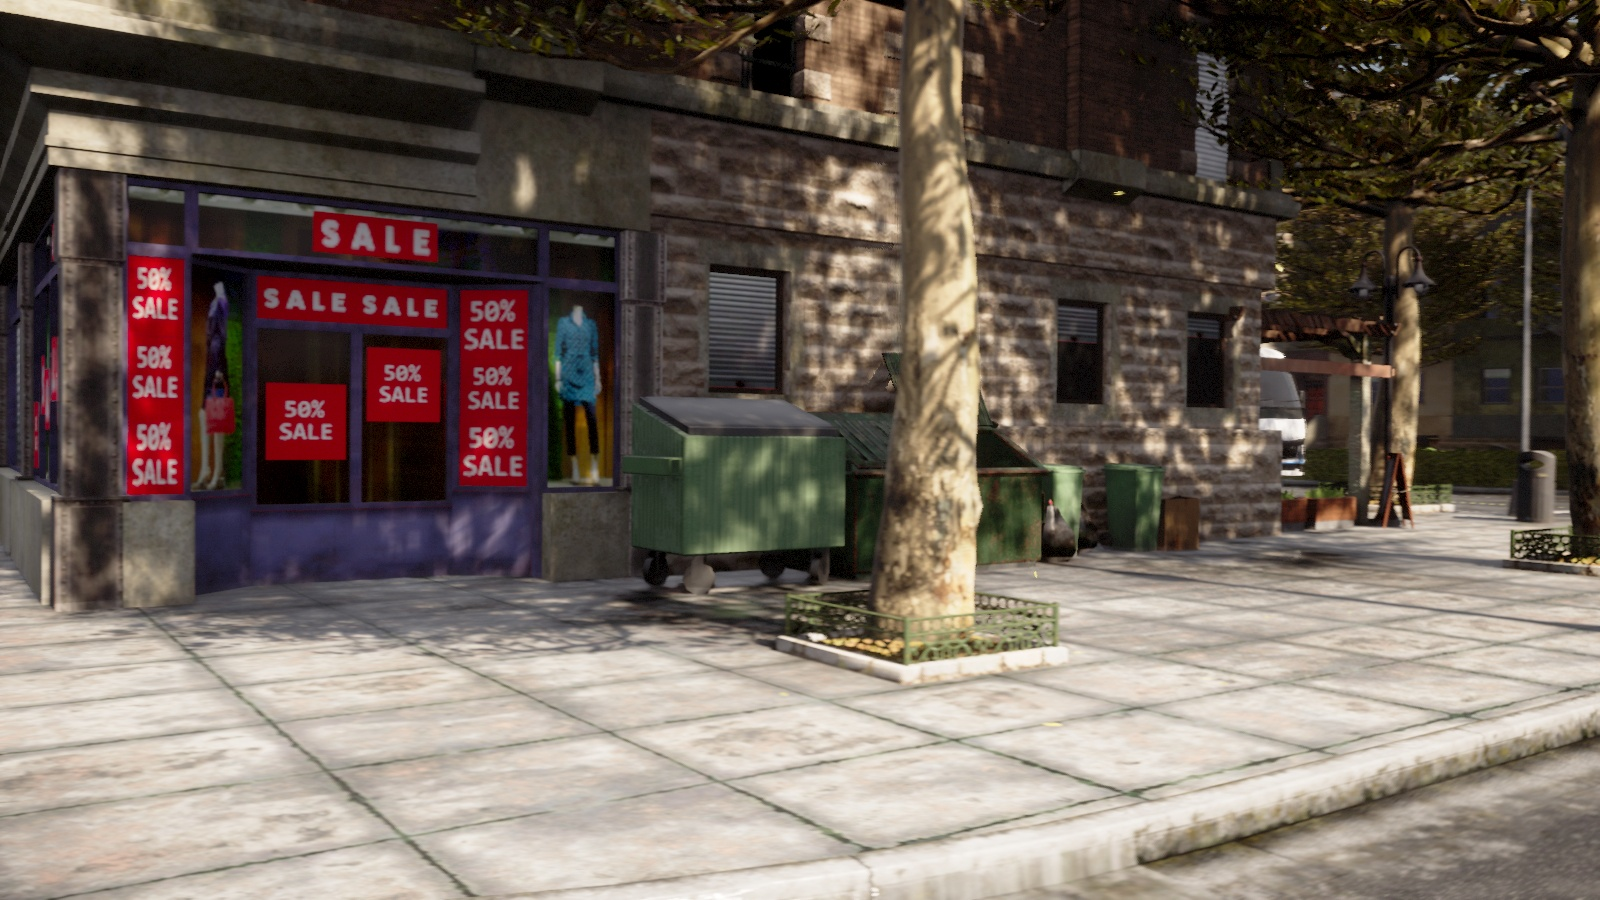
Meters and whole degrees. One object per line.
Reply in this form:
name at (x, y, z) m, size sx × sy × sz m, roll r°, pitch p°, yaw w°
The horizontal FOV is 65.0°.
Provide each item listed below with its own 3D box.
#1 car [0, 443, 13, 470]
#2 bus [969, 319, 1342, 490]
car at (-46.879, 0.399, 70.175) m, size 4.792 × 1.488 × 2.163 m, roll -1°, pitch 1°, yaw -34°
bus at (9.943, -1.192, 36.719) m, size 3.944 × 4.253 × 10.273 m, roll -1°, pitch 1°, yaw -35°
